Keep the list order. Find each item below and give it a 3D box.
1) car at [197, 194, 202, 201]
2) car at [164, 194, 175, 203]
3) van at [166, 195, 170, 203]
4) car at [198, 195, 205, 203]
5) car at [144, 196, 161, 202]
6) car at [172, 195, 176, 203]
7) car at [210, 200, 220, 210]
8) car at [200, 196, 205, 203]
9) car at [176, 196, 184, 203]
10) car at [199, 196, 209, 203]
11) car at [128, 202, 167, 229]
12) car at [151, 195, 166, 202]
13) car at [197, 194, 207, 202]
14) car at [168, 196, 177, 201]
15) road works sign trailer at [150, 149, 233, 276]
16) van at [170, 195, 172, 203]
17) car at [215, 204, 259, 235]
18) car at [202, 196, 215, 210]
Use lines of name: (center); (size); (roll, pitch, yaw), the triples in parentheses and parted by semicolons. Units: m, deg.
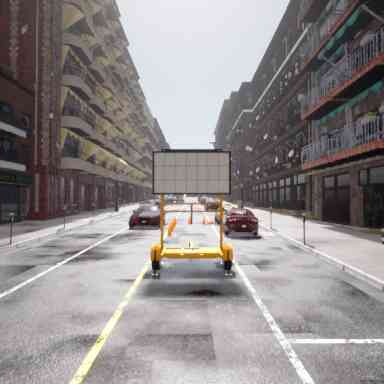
car: (2.578, 1.706, 68.486); (1.887, 1.381, 4.507); (1, 0, 0)
car: (-5.298, 1.526, 79.608); (2.192, 1.841, 5.009); (1, 0, 0)
van: (-5.296, 1.460, 57.485); (1.690, 1.788, 3.998); (2, 0, 0)
car: (2.579, 1.684, 62.956); (1.887, 1.381, 4.507); (1, 0, 0)
car: (-5.299, 1.594, 40.725); (1.752, 1.417, 4.829); (2, 0, 0)
car: (-5.298, 1.501, 74.078); (2.192, 1.841, 5.009); (1, 0, 0)
car: (2.583, 1.555, 24.412); (1.752, 1.417, 4.829); (1, 0, 0)
car: (2.580, 1.634, 46.364); (2.008, 1.369, 4.403); (1, 0, 0)
car: (-2.757, 1.724, 77.078); (1.812, 1.442, 4.674); (0, 0, 0)
car: (2.587, 1.626, 74.018); (1.967, 1.590, 4.097); (1, 0, 0)
car: (-2.853, 1.589, 21.706); (1.994, 1.385, 4.181); (0, 0, 0)
car: (-5.294, 1.399, 46.427); (2.192, 1.841, 5.009); (2, 0, 0)
car: (2.547, 1.551, 85.080); (2.192, 1.841, 5.009); (1, 0, 0)
car: (-5.306, 1.830, 90.669); (1.947, 1.339, 4.313); (1, 0, 0)
road works sign trailer: (-0.011, 0.473, 10.382); (2.380, 3.560, 2.880); (0, 0, 0)
van: (-5.297, 1.481, 63.017); (1.690, 1.788, 3.998); (1, 0, 0)
car: (2.583, 1.565, 18.710); (1.887, 1.381, 4.507); (1, 0, 0)
car: (2.581, 1.614, 40.832); (1.887, 1.381, 4.507); (1, 0, 0)
